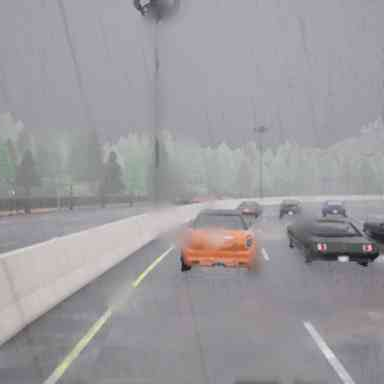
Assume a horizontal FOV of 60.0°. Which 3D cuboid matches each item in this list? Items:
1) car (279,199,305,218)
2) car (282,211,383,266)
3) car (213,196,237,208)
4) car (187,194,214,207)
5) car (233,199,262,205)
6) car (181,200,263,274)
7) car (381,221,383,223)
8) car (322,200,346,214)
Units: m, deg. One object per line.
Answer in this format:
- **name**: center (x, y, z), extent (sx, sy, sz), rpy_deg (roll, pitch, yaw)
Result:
- **car**: center (8.609, 1.415, 28.745), extent (1.837, 1.490, 4.892), rpy_deg (0, 0, 18)
- **car**: center (4.510, 1.567, 11.470), extent (1.895, 1.301, 4.718), rpy_deg (0, 0, 7)
- **car**: center (4.699, 1.358, 46.706), extent (1.812, 1.442, 4.674), rpy_deg (0, 0, 28)
- **car**: center (1.295, 1.171, 47.689), extent (2.097, 1.767, 4.553), rpy_deg (0, 0, 28)
- **car**: center (5.092, 1.464, 29.213), extent (1.994, 1.385, 4.181), rpy_deg (0, 0, 18)
- **car**: center (0.944, 1.313, 10.715), extent (2.097, 1.767, 4.553), rpy_deg (0, 0, 7)
- **car**: center (8.187, 1.572, 12.576), extent (1.895, 1.301, 4.718), rpy_deg (0, 0, 8)
- **car**: center (12.659, 1.442, 29.748), extent (1.812, 1.442, 4.674), rpy_deg (0, 0, 20)
